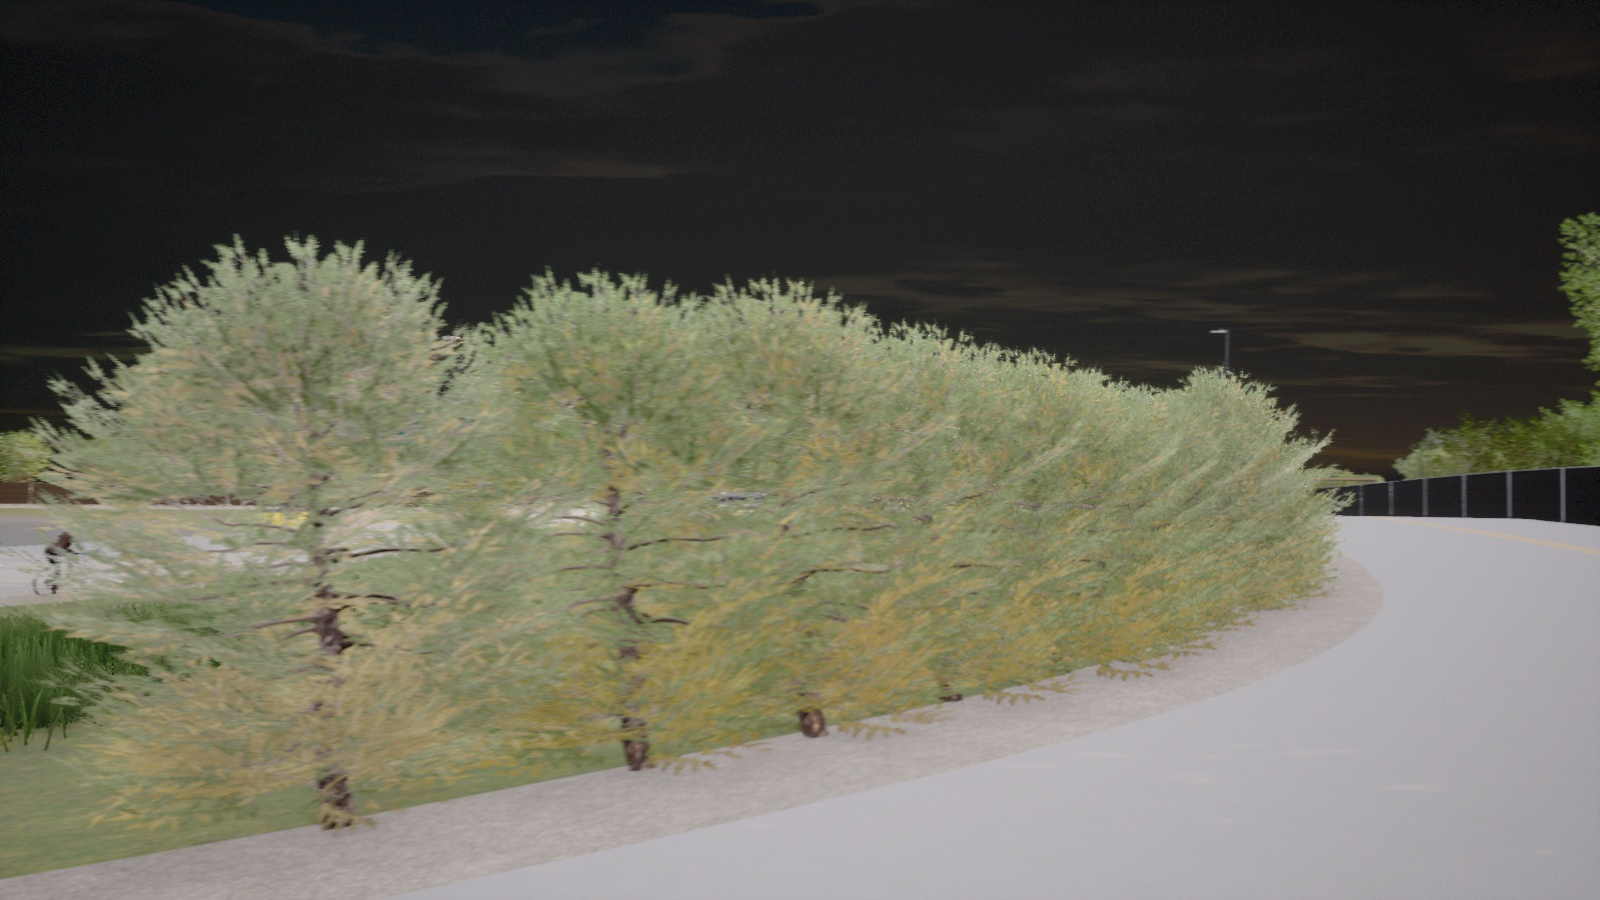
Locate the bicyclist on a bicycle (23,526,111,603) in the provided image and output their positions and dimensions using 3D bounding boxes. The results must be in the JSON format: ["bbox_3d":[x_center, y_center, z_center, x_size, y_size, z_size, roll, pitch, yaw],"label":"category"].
[{"bbox_3d":[-16.802,2.605,28.816,0.582,1.620,1.656,5,-1,18],"label":"bicyclist on a bicycle"}]
